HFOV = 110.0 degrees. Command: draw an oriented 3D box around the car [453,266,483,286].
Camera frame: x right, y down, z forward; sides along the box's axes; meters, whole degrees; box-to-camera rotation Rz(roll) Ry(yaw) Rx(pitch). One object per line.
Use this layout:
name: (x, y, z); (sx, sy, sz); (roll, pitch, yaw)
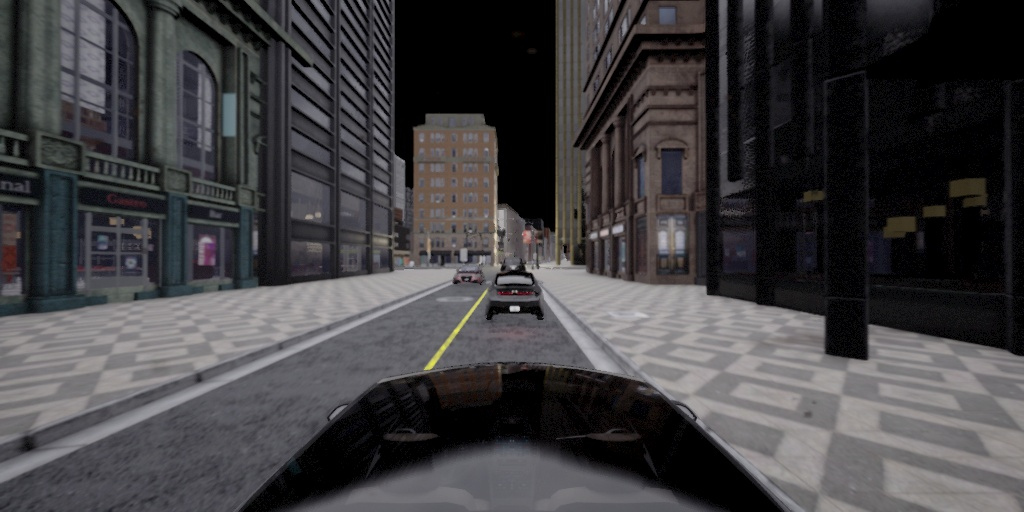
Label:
car: (-3.099, 1.415, 26.420); (1.994, 1.385, 4.181); (0, 0, 0)

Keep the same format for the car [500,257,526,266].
car: (0.099, 1.096, 31.738); (2.150, 2.045, 5.566); (0, 0, 0)

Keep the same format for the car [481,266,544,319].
car: (0.091, 1.298, 12.929); (1.837, 1.490, 4.892); (0, 0, 0)
